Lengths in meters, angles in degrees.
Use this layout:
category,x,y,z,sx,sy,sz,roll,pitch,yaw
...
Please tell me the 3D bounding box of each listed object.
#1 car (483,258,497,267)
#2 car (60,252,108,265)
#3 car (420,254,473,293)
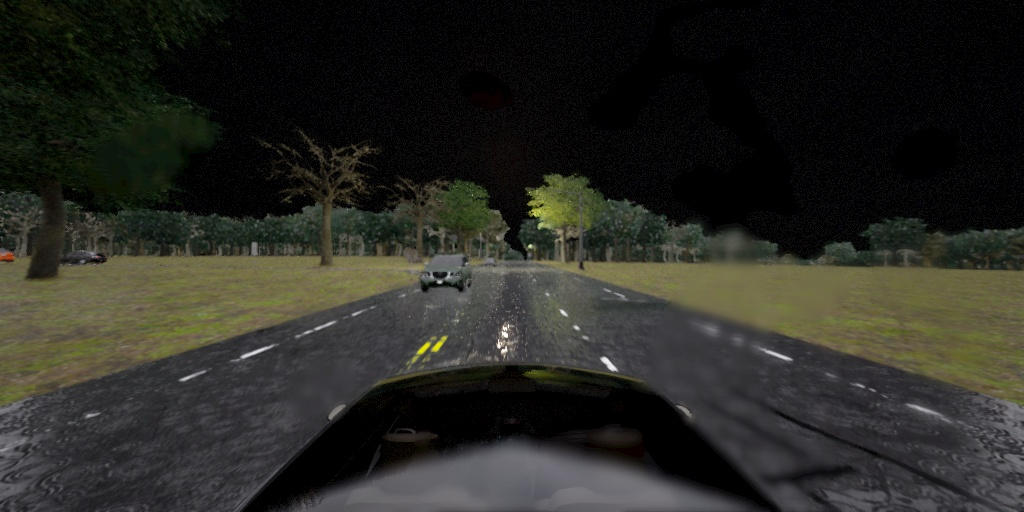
category,x,y,z,sx,sy,sz,roll,pitch,yaw
car,-3.501,1.015,57.602,1.837,1.490,4.892,0,0,0
car,-49.004,0.239,40.697,4.892,1.490,1.837,0,-1,0
car,-3.492,0.891,20.073,2.150,2.045,5.566,0,0,0
